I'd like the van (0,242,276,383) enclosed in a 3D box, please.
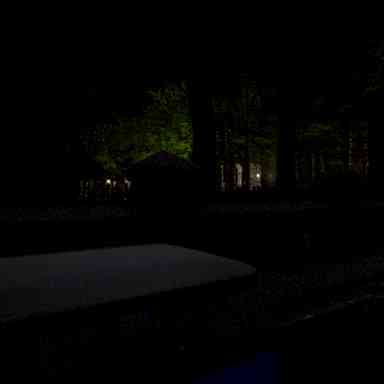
[{"bbox_3d":[-1.279,1.329,1.950,3.998,1.788,1.690,0,0,-35],"label":"van"}]
